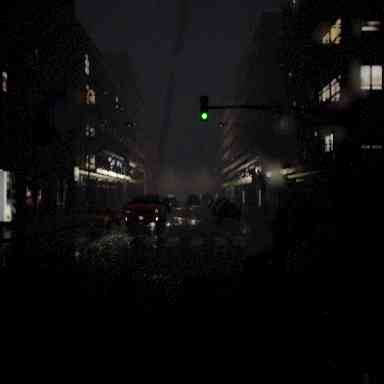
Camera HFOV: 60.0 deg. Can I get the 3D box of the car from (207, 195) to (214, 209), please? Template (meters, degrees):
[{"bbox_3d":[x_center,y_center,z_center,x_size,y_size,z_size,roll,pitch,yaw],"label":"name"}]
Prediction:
[{"bbox_3d":[2.826,1.345,32.092,1.967,1.590,4.097,1,0,0],"label":"car"}]

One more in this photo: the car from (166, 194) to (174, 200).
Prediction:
[{"bbox_3d":[-5.359,1.294,81.679,1.752,1.417,4.829,1,0,0],"label":"car"}]

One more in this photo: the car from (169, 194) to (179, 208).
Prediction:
[{"bbox_3d":[-2.899,1.393,45.286,1.812,1.442,4.674,0,0,0],"label":"car"}]

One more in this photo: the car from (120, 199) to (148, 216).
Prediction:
[{"bbox_3d":[-5.556,1.449,32.139,1.887,1.381,4.507,1,0,0],"label":"car"}]

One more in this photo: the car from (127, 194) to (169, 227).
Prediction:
[{"bbox_3d":[-2.996,1.155,22.304,2.150,2.045,5.566,0,0,0],"label":"car"}]

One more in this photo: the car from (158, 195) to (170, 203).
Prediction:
[{"bbox_3d":[-5.424,1.357,65.280,1.887,1.381,4.507,1,0,0],"label":"car"}]

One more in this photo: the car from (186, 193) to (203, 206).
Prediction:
[{"bbox_3d":[0.210,1.198,52.809,2.097,1.767,4.553,0,0,0],"label":"car"}]

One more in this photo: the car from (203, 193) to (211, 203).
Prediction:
[{"bbox_3d":[2.959,1.127,65.233,2.192,1.841,5.009,1,0,0],"label":"car"}]

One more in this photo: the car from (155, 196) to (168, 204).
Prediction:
[{"bbox_3d":[-5.446,1.378,59.756,2.008,1.369,4.403,1,0,0],"label":"car"}]

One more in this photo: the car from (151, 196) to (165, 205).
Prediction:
[{"bbox_3d":[-5.469,1.368,54.063,1.752,1.417,4.829,1,0,0],"label":"car"}]

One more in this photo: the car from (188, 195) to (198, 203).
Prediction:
[{"bbox_3d":[0.250,1.323,62.845,1.837,1.490,4.892,0,0,0],"label":"car"}]

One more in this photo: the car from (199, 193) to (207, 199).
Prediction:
[{"bbox_3d":[3.067,1.180,92.849,1.967,1.590,4.097,1,0,0],"label":"car"}]

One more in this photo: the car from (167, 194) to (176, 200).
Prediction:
[{"bbox_3d":[-5.336,1.304,87.373,2.008,1.369,4.403,1,0,0],"label":"car"}]

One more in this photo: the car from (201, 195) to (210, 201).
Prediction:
[{"bbox_3d":[3.001,1.349,76.279,1.947,1.339,4.313,1,0,0],"label":"car"}]

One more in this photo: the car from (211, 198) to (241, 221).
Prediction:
[{"bbox_3d":[2.803,1.466,26.568,1.887,1.381,4.507,1,0,0],"label":"car"}]

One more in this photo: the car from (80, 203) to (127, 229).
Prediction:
[{"bbox_3d":[-5.600,1.463,20.922,1.752,1.417,4.829,1,0,0],"label":"car"}]

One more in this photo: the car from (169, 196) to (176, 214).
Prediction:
[{"bbox_3d":[-2.957,1.406,33.567,1.837,1.490,4.892,0,0,0],"label":"car"}]

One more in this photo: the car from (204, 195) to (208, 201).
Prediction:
[{"bbox_3d":[2.869,1.455,43.139,1.802,1.307,4.206,1,0,0],"label":"car"}]
